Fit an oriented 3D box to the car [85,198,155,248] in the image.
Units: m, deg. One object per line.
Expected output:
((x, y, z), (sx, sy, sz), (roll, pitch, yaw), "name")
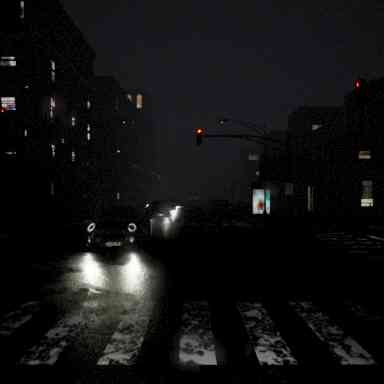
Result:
((-3.086, 1.344, 14.667), (2.097, 1.767, 4.553), (0, 0, 0), "car")

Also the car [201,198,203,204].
((2.720, 1.571, 48.915), (2.008, 1.369, 4.403), (0, 0, 0), "car")

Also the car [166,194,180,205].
((-3.027, 1.518, 56.310), (2.128, 1.511, 4.902), (0, 0, 0), "car")

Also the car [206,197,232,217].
((2.707, 1.446, 31.824), (1.967, 1.590, 4.097), (0, 0, 0), "car")

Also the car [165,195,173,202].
((-5.636, 1.592, 82.917), (1.752, 1.417, 4.829), (-1, 0, 0), "car")

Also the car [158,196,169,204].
((-5.648, 1.566, 65.828), (1.752, 1.417, 4.829), (0, 0, 0), "car")

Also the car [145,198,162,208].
((-5.660, 1.571, 48.908), (2.008, 1.369, 4.403), (0, 0, 0), "car")

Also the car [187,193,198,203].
((0.137, 1.269, 70.537), (2.150, 2.045, 5.566), (0, 0, 0), "car")

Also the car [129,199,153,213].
((-5.669, 1.561, 37.515), (2.008, 1.369, 4.403), (0, 0, 0), "car")

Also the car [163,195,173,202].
((-5.641, 1.498, 77.391), (1.967, 1.590, 4.097), (0, 0, 0), "car")

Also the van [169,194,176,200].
((-5.629, 1.430, 94.481), (1.690, 1.788, 3.998), (-1, 0, 0), "van")

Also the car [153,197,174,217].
((-3.074, 1.483, 31.771), (1.882, 1.535, 5.008), (0, 0, 0), "car")

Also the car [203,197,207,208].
((2.716, 1.597, 43.218), (1.802, 1.307, 4.206), (0, 0, 0), "car")

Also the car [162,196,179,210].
((-3.066, 1.616, 43.842), (1.895, 1.301, 4.718), (0, 0, 0), "car")

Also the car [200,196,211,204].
((2.733, 1.591, 66.005), (2.008, 1.369, 4.403), (-1, 0, 0), "car")
